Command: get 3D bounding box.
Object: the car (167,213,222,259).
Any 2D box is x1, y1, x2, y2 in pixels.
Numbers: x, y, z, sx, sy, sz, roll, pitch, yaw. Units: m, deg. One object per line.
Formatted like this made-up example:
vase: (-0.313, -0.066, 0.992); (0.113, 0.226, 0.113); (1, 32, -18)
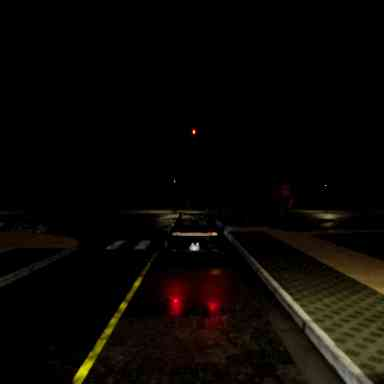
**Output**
car: (0.133, 1.575, 12.947); (2.128, 1.511, 4.902); (0, 0, 1)
